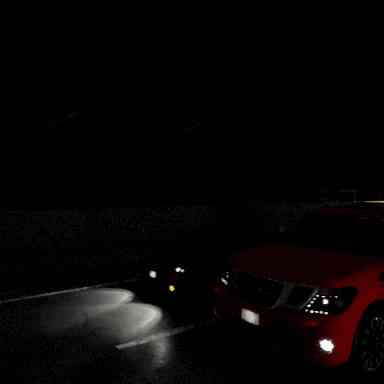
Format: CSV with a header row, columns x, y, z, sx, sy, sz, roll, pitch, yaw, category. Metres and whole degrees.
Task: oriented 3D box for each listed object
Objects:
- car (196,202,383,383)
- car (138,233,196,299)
x,y,z,sx,sy,sz,roll,pitch,yaw,category
2.988,1.232,5.813,5.566,2.045,2.150,0,0,-35,car
0.795,1.571,8.242,4.181,1.385,1.994,0,0,-35,car
